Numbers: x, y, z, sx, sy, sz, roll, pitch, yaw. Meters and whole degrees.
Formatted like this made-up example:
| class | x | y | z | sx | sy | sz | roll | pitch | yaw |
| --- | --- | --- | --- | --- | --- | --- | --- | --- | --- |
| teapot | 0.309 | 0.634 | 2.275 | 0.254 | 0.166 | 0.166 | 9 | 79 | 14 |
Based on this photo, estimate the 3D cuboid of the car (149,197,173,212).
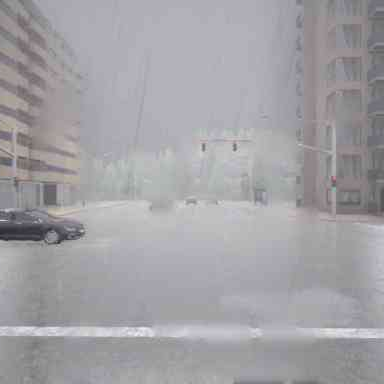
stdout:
| class | x | y | z | sx | sy | sz | roll | pitch | yaw |
| --- | --- | --- | --- | --- | --- | --- | --- | --- | --- |
| car | -3.627 | 1.352 | 38.321 | 2.097 | 1.767 | 4.553 | 0 | 0 | 0 |

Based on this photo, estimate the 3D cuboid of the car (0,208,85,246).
| class | x | y | z | sx | sy | sz | roll | pitch | yaw |
| --- | --- | --- | --- | --- | --- | --- | --- | --- | --- |
| car | -7.281 | 1.505 | 14.740 | 4.892 | 1.490 | 1.837 | 0 | 0 | 1 |

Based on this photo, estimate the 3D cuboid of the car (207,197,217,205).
| class | x | y | z | sx | sy | sz | roll | pitch | yaw |
| --- | --- | --- | --- | --- | --- | --- | --- | --- | --- |
| car | 3.700 | 1.547 | 60.823 | 2.033 | 1.411 | 5.357 | 0 | 0 | 4 |

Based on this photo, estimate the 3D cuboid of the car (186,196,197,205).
| class | x | y | z | sx | sy | sz | roll | pitch | yaw |
| --- | --- | --- | --- | --- | --- | --- | --- | --- | --- |
| car | -0.044 | 1.526 | 60.052 | 1.812 | 1.442 | 4.674 | 0 | 0 | 0 |
